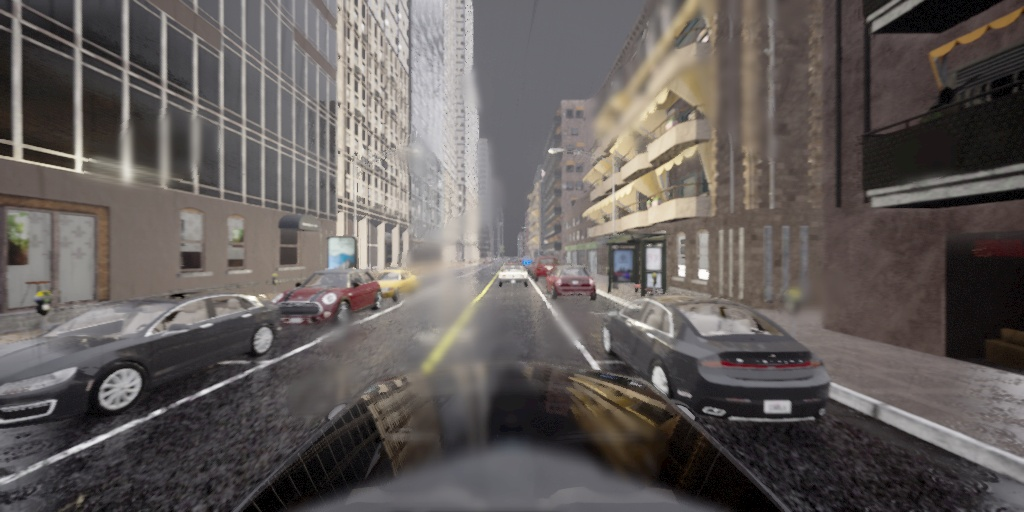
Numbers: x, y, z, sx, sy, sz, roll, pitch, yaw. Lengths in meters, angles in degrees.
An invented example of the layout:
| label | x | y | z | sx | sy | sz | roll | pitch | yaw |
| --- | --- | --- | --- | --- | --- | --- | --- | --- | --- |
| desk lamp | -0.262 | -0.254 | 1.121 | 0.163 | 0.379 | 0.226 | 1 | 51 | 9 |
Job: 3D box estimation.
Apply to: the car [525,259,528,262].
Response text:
| label | x | y | z | sx | sy | sz | roll | pitch | yaw |
| --- | --- | --- | --- | --- | --- | --- | --- | --- | --- |
| car | 2.656 | 1.225 | 39.711 | 1.802 | 1.307 | 4.207 | 0 | 0 | 0 |

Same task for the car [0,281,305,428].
| label | x | y | z | sx | sy | sz | roll | pitch | yaw |
| --- | --- | --- | --- | --- | --- | --- | --- | --- | --- |
| car | -5.690 | 1.293 | 5.811 | 2.007 | 1.370 | 4.403 | 0 | 0 | 0 |

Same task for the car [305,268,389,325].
| label | x | y | z | sx | sy | sz | roll | pitch | yaw |
| --- | --- | --- | --- | --- | --- | --- | --- | --- | --- |
| car | -5.697 | 1.167 | 11.460 | 1.967 | 1.591 | 4.097 | 0 | 0 | 0 |

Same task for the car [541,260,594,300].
| label | x | y | z | sx | sy | sz | roll | pitch | yaw |
| --- | --- | --- | --- | --- | --- | --- | --- | --- | --- |
| car | 2.678 | 1.144 | 17.116 | 1.967 | 1.591 | 4.097 | 0 | 0 | 0 |

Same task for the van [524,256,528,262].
| label | x | y | z | sx | sy | sz | roll | pitch | yaw |
| --- | --- | --- | --- | --- | --- | --- | --- | --- | --- |
| van | 2.634 | 0.933 | 62.304 | 1.690 | 1.789 | 3.998 | 0 | 0 | 0 |

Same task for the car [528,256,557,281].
| label | x | y | z | sx | sy | sz | roll | pitch | yaw |
| --- | --- | --- | --- | --- | --- | --- | --- | --- | --- |
| car | 2.668 | 0.988 | 28.414 | 2.192 | 1.841 | 5.009 | 0 | 0 | 0 |

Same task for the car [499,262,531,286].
| label | x | y | z | sx | sy | sz | roll | pitch | yaw |
| --- | --- | --- | --- | --- | --- | --- | --- | --- | --- |
| car | 0.079 | 1.287 | 24.583 | 1.895 | 1.301 | 4.718 | 0 | 0 | 0 |

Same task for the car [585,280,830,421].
| label | x | y | z | sx | sy | sz | roll | pitch | yaw |
| --- | --- | --- | --- | --- | --- | --- | --- | --- | --- |
| car | 2.690 | 1.286 | 5.820 | 2.007 | 1.370 | 4.403 | 0 | 0 | 0 |

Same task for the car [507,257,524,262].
| label | x | y | z | sx | sy | sz | roll | pitch | yaw |
| --- | --- | --- | --- | --- | --- | --- | --- | --- | --- |
| car | 0.058 | 1.118 | 47.134 | 2.128 | 1.511 | 4.902 | 0 | 0 | 0 |

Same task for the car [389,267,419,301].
| label | x | y | z | sx | sy | sz | roll | pitch | yaw |
| --- | --- | --- | --- | --- | --- | --- | --- | --- | --- |
| car | -5.702 | 1.237 | 16.938 | 1.751 | 1.417 | 4.829 | 0 | 0 | 0 |
